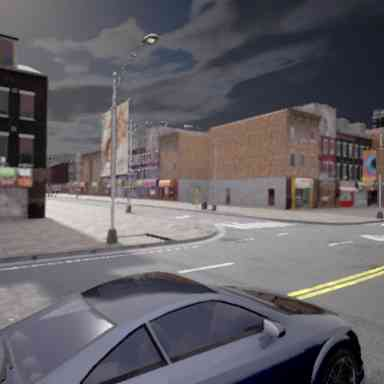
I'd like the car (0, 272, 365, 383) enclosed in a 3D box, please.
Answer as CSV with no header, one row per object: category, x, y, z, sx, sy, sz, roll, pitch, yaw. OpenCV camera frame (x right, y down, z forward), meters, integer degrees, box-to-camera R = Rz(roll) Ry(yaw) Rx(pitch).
car,-0.116,1.564,3.358,4.181,1.385,1.994,0,0,-36
